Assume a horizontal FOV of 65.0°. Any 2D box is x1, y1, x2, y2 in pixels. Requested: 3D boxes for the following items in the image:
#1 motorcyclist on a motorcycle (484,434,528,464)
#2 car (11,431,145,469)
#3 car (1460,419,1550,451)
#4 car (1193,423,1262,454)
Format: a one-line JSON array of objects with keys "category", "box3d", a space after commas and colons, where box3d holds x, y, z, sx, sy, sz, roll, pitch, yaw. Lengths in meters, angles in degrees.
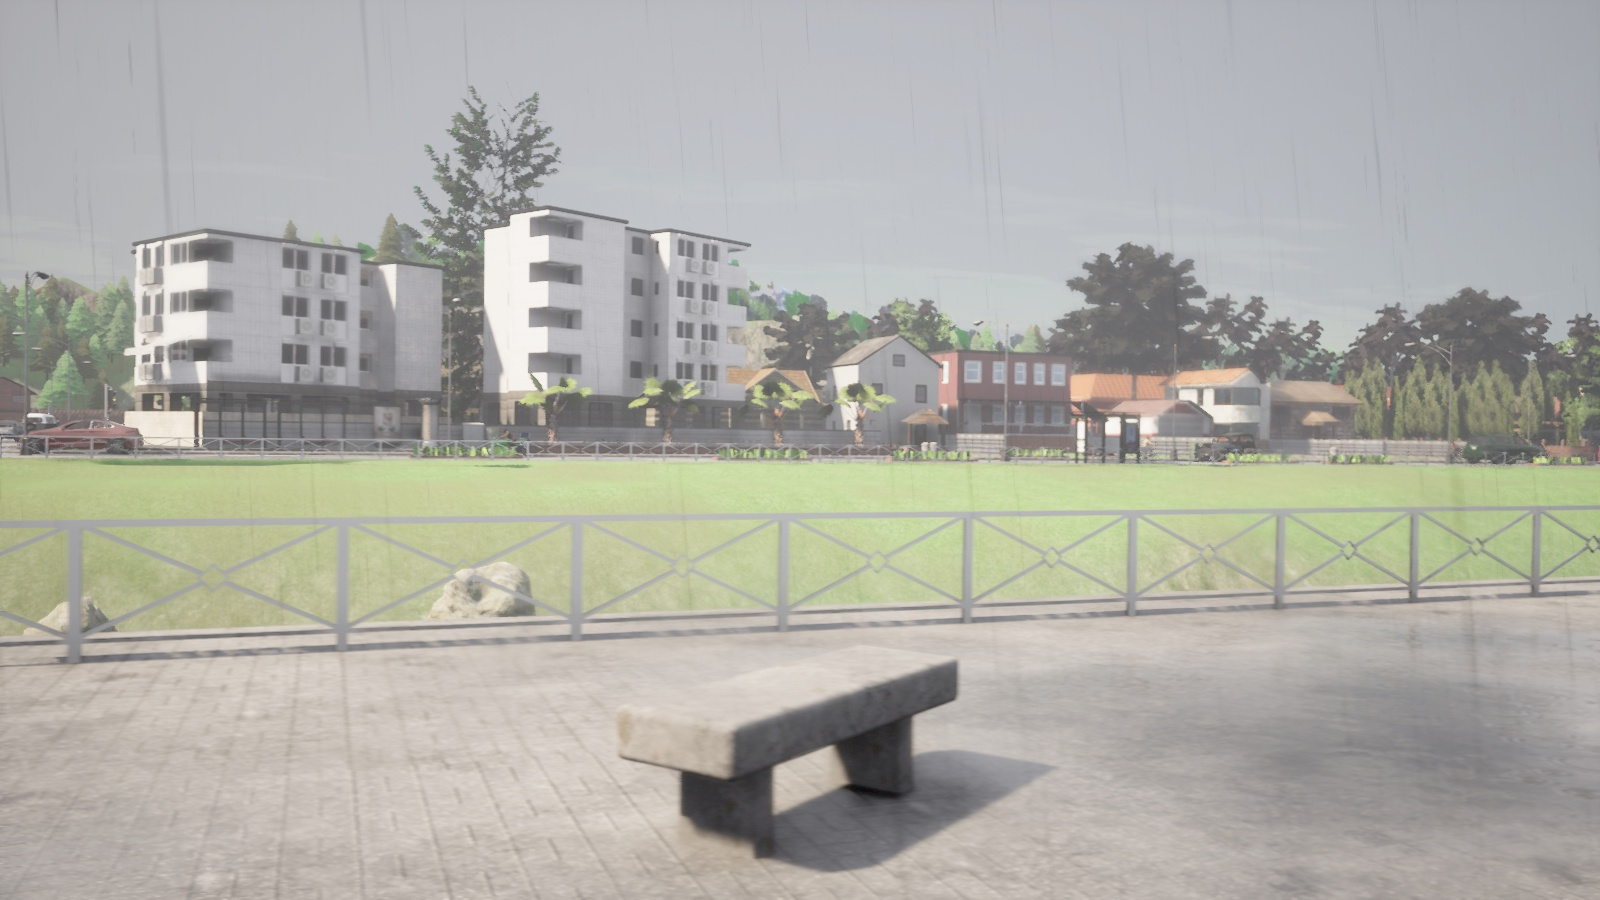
[{"category": "motorcyclist on a motorcycle", "box3d": [-15.008, -0.055, 64.092, 2.044, 1.523, 0.797, -1, 1, -21]}, {"category": "car", "box3d": [-32.859, -0.047, 57.314, 5.027, 1.651, 2.152, -1, 1, -21]}, {"category": "car", "box3d": [46.733, -0.988, 83.245, 5.566, 2.045, 2.150, -1, 1, -21]}, {"category": "car", "box3d": [27.283, -0.743, 80.142, 3.866, 1.878, 1.905, -1, 1, -21]}]
